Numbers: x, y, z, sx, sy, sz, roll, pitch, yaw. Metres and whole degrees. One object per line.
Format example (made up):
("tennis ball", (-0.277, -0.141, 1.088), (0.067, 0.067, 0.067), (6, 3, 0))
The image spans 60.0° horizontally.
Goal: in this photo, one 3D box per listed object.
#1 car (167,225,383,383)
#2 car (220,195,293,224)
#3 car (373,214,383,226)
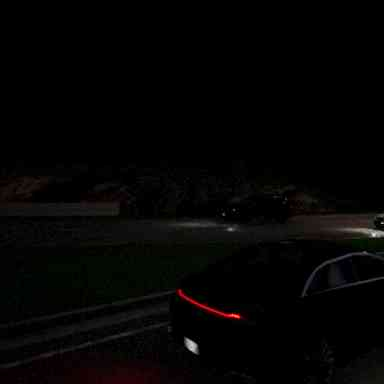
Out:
("car", (1.981, 1.504, 5.101), (4.902, 1.511, 2.128), (0, 0, -35))
("car", (4.939, 1.274, 25.103), (5.566, 2.045, 2.150), (0, 0, -19))
("car", (13.596, 1.583, 20.819), (4.674, 1.442, 1.812), (0, 0, -22))
